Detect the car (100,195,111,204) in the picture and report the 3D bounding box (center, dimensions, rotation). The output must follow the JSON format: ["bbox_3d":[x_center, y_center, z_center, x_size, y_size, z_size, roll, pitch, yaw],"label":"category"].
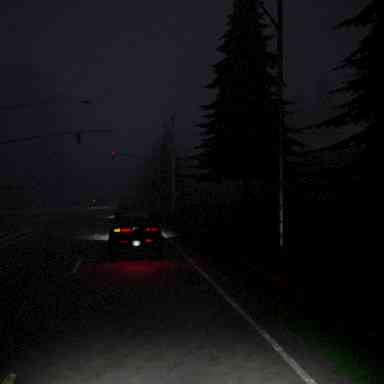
[{"bbox_3d":[-17.020,1.423,65.712,1.882,1.535,5.008,0,0,-12],"label":"car"}]

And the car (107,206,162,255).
[{"bbox_3d":[-2.302,1.491,13.282,1.837,1.490,4.892,0,-1,-12],"label":"car"}]

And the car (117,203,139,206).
[{"bbox_3d":[-5.234,1.549,27.137,1.994,1.385,4.181,0,0,-11],"label":"car"}]

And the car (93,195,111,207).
[{"bbox_3d":[-13.988,1.354,51.020,2.097,1.767,4.553,0,0,-12],"label":"car"}]
